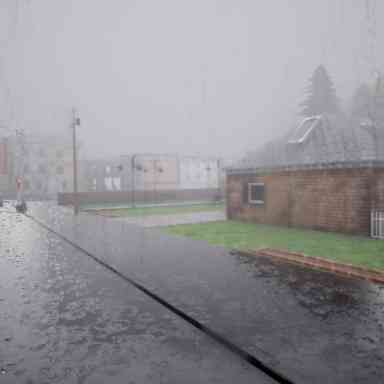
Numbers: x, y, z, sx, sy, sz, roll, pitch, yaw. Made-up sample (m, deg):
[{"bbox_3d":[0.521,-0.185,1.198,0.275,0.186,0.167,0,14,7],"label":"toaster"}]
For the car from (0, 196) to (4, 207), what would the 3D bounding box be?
[{"bbox_3d":[-22.198,0.972,37.014,1.994,1.385,4.181,-2,2,-34],"label":"car"}]
